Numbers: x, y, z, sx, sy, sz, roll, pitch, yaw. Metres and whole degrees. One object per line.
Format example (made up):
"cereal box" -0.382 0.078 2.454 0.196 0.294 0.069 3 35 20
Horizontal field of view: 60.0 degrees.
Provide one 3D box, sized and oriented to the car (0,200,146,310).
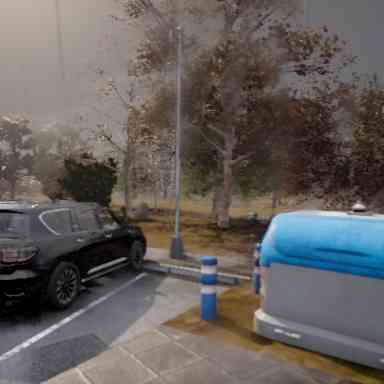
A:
"car" -3.038 1.267 8.181 2.435 2.045 5.566 0 -1 15
